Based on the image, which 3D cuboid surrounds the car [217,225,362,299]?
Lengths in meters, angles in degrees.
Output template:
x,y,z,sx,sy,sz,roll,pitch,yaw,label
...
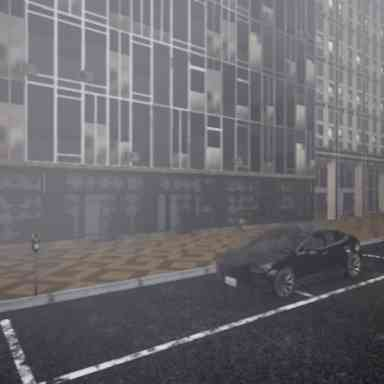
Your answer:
x,y,z,sx,sy,sz,roll,pitch,yaw,label
2.614,1.544,8.421,4.313,1.339,1.947,0,0,-36,car
